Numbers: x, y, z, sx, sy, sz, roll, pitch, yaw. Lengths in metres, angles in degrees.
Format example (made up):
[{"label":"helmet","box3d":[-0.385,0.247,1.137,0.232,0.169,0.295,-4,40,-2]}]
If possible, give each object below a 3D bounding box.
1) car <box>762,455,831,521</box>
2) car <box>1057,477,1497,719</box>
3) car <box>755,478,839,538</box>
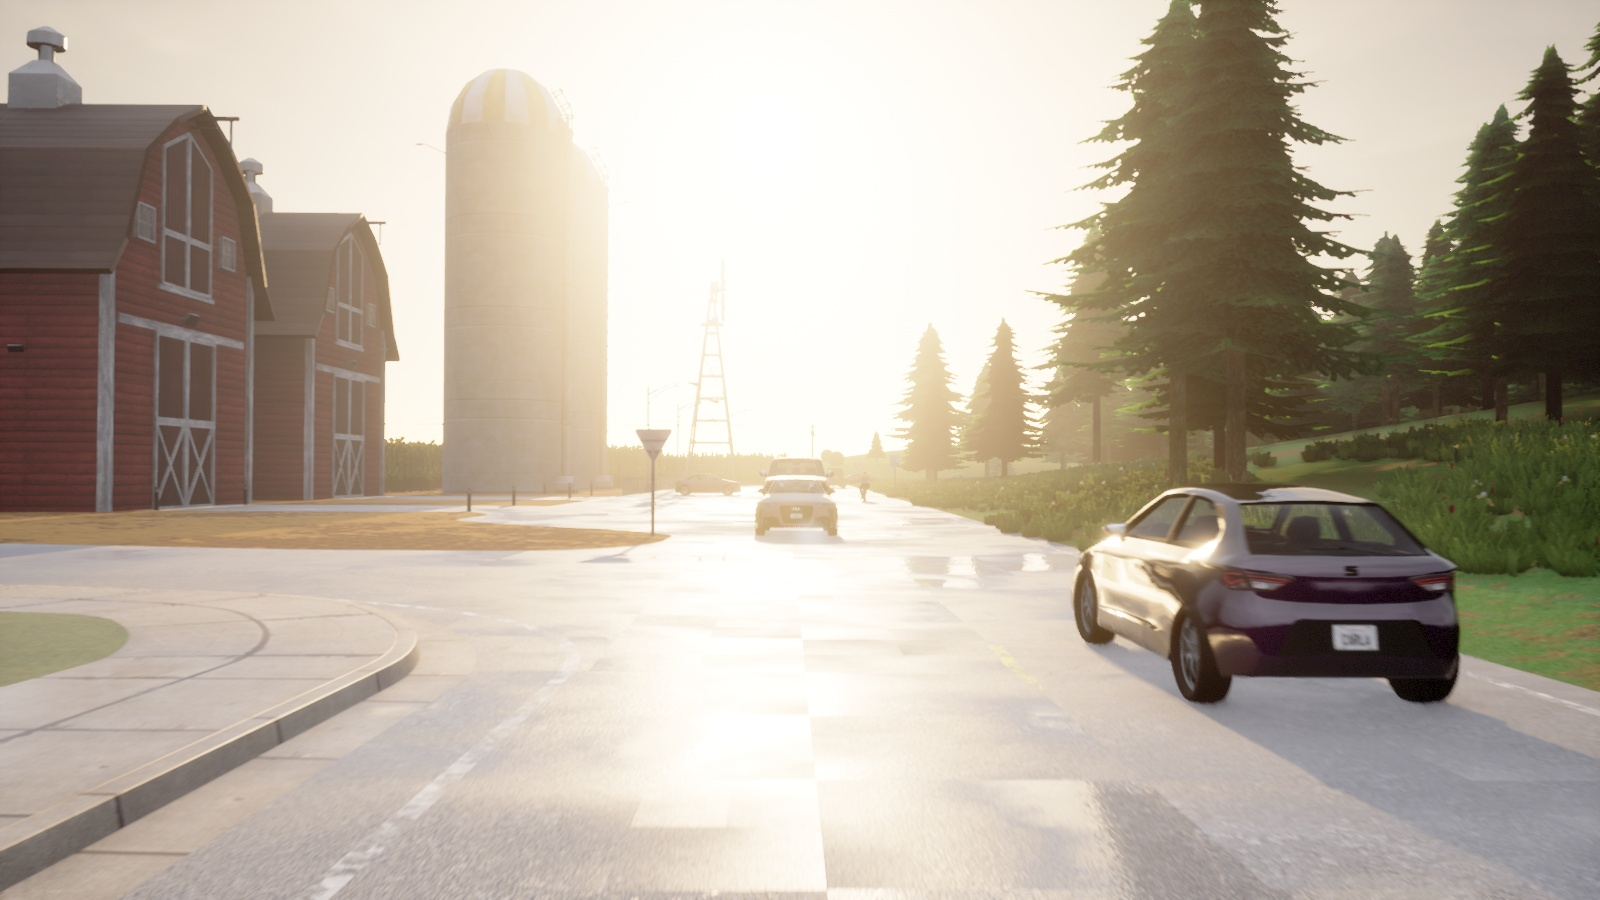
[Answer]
[{"label":"car","box3d":[-0.103,1.238,42.072,2.150,2.045,5.566,0,-1,0]},{"label":"car","box3d":[3.435,0.972,10.000,1.816,1.474,4.193,0,-1,-1]},{"label":"car","box3d":[-0.075,1.411,31.794,1.994,1.385,4.181,0,-1,0]}]
